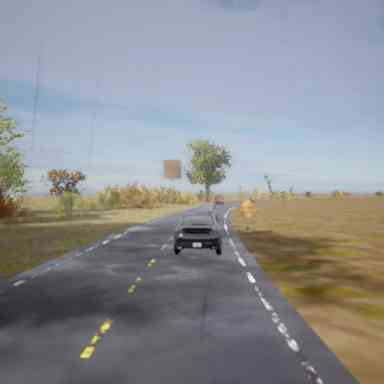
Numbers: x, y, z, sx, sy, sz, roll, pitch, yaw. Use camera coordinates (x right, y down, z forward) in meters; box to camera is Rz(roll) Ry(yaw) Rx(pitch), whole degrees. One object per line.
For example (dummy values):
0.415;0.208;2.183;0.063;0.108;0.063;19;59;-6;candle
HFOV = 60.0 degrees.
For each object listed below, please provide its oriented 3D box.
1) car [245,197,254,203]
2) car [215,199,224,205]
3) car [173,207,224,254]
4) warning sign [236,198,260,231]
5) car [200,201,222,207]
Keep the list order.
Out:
15.961;2.125;92.070;2.097;1.767;4.553;0;0;19;car
5.748;2.209;71.647;1.895;1.301;4.718;0;0;14;car
0.295;1.638;14.218;1.837;1.490;4.892;0;0;3;car
3.219;1.291;19.280;1.300;1.860;1.060;0;-1;4;warning sign
1.331;1.805;28.771;2.033;1.411;5.357;0;0;6;car
